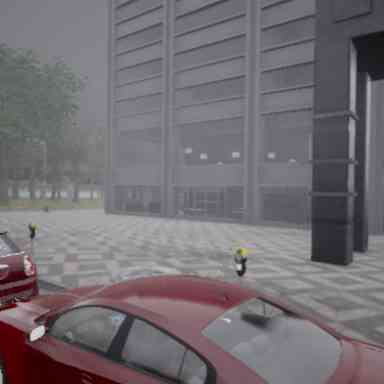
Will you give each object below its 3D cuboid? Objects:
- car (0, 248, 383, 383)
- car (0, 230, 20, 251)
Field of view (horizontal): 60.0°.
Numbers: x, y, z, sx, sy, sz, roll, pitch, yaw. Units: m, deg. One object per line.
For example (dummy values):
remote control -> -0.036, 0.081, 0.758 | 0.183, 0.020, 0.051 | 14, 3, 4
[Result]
car -> -0.373, 1.512, 3.221 | 4.507, 1.381, 1.887 | 1, 1, 35
car -> -4.808, 1.326, 6.363 | 4.097, 1.590, 1.967 | 1, 1, 35
